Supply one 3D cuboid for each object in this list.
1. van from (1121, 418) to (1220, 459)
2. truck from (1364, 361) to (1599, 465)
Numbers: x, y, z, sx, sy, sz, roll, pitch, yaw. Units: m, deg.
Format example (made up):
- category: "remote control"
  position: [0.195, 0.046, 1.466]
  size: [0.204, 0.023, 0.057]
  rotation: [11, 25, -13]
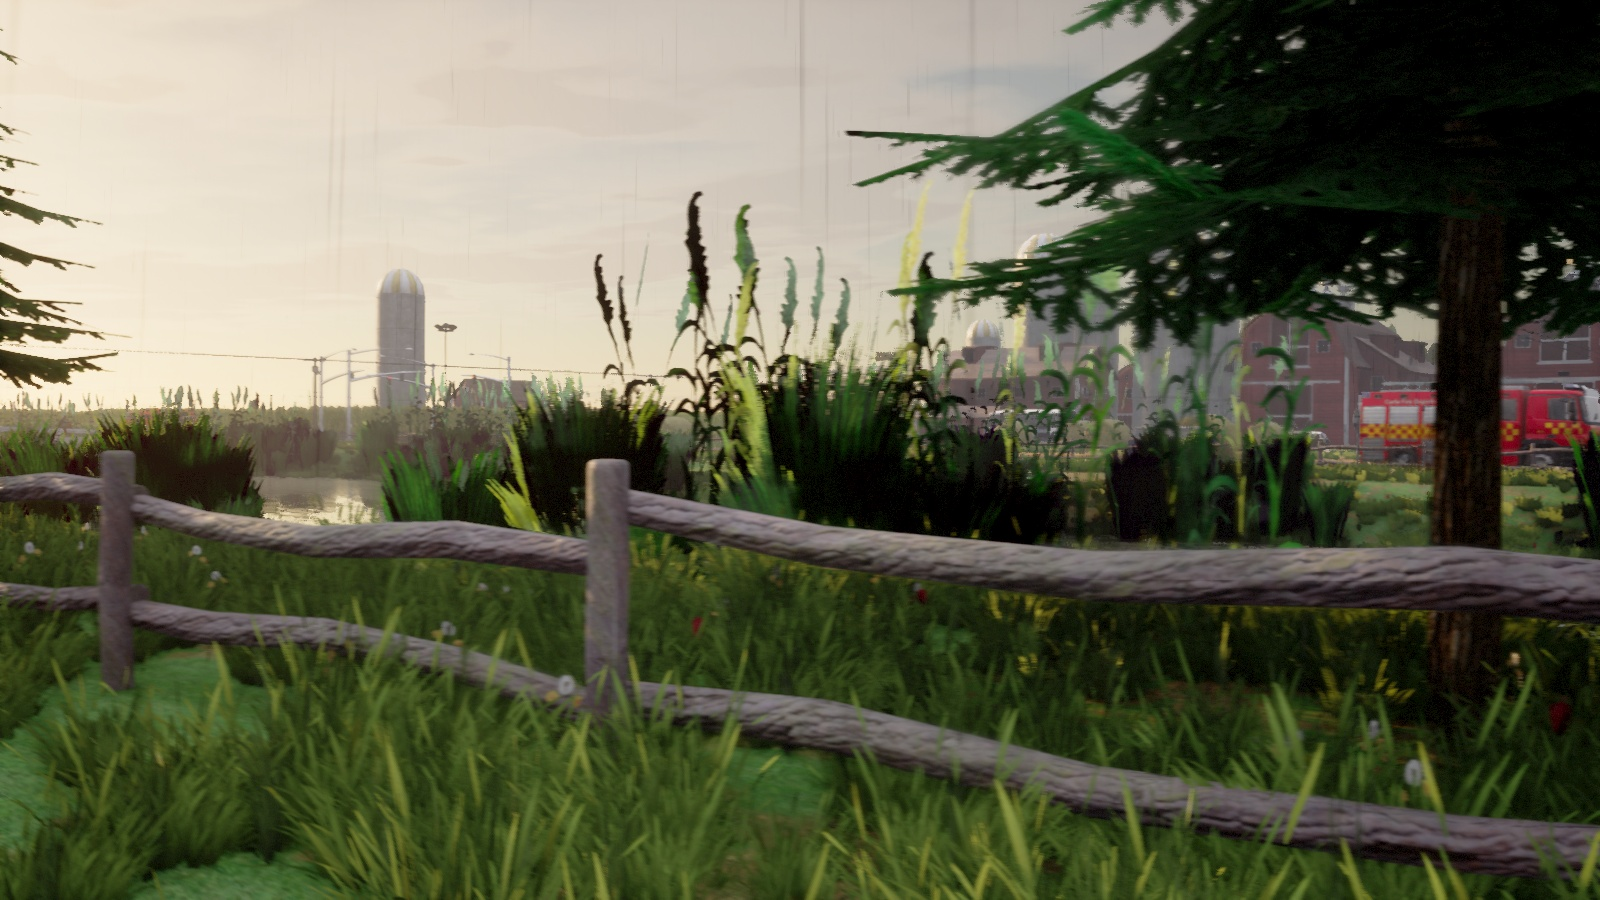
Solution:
- category: "van"
  position: [18.630, -0.583, 63.281]
  size: [4.442, 1.987, 1.775]
  rotation: [0, 1, 43]
- category: "truck"
  position: [27.495, -1.402, 50.246]
  size: [8.468, 3.827, 2.891]
  rotation: [0, 1, 43]
